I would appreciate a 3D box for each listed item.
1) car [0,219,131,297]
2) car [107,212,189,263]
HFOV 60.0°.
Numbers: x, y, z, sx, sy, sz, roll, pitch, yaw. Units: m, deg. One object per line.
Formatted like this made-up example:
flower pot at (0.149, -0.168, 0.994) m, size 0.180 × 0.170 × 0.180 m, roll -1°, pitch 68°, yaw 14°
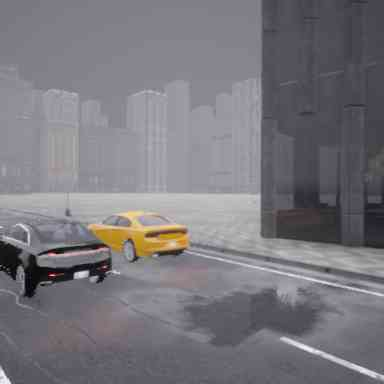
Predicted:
car at (-3.840, 1.474, 8.690) m, size 2.128 × 1.511 × 4.902 m, roll 0°, pitch 0°, yaw -40°
car at (-2.197, 1.458, 12.174) m, size 1.882 × 1.535 × 5.008 m, roll 0°, pitch 0°, yaw -40°
